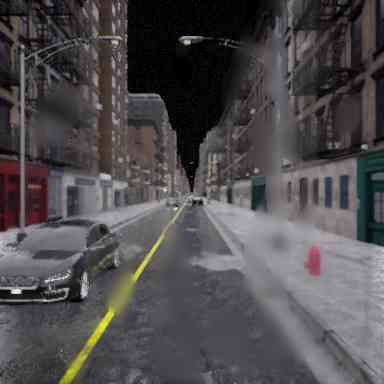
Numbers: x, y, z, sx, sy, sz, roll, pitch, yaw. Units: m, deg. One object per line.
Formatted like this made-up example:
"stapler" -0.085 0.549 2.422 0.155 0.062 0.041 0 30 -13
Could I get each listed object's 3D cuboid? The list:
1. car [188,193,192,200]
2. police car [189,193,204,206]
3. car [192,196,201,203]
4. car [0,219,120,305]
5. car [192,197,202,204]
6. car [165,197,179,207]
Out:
"car" 0.026 1.273 91.403 2.150 2.045 5.566 0 0 0
"police car" 0.916 1.506 55.920 1.930 1.638 5.238 0 0 0
"car" 0.921 1.613 71.812 1.882 1.535 5.008 0 0 0
"car" -3.097 1.505 8.292 1.837 1.490 4.892 0 0 0
"car" 0.919 1.638 65.811 1.812 1.442 4.674 0 0 0
"car" -3.042 1.560 51.517 2.128 1.511 4.902 0 0 0
